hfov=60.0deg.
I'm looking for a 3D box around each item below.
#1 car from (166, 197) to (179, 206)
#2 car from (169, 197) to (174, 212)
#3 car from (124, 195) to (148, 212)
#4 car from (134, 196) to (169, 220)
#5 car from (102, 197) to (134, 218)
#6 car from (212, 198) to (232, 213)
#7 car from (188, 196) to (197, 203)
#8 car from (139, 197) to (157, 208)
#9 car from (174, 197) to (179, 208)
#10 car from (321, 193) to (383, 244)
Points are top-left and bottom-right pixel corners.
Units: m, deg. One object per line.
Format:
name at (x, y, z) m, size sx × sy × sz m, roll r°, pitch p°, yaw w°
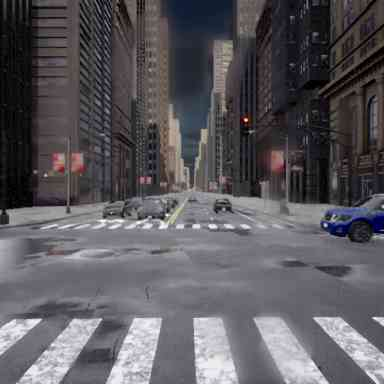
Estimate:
car at (-3.305, 1.552, 56.562) m, size 1.895 × 1.301 × 4.718 m, roll 0°, pitch 0°, yaw 0°
car at (-3.346, 1.502, 36.521) m, size 1.812 × 1.442 × 4.674 m, roll 0°, pitch 0°, yaw 0°
car at (-6.591, 1.326, 39.793) m, size 2.097 × 1.767 × 4.553 m, roll 0°, pitch 0°, yaw 0°
car at (-3.286, 1.337, 27.737) m, size 2.097 × 1.767 × 4.553 m, roll 0°, pitch 0°, yaw -2°
car at (-6.596, 1.488, 29.639) m, size 1.837 × 1.490 × 4.892 m, roll 0°, pitch 0°, yaw 0°
car at (3.350, 1.482, 37.152) m, size 1.837 × 1.490 × 4.892 m, roll 0°, pitch 0°, yaw 0°
car at (0.110, 1.468, 69.876) m, size 2.033 × 1.411 × 5.357 m, roll 0°, pitch 0°, yaw 0°
car at (-6.581, 1.509, 50.090) m, size 2.033 × 1.411 × 5.357 m, roll 0°, pitch 0°, yaw 0°
car at (-3.332, 1.530, 46.545) m, size 1.994 × 1.385 × 4.181 m, roll 0°, pitch 0°, yaw 0°
car at (8.671, 1.076, 14.670) m, size 5.566 × 2.045 × 2.150 m, roll -1°, pitch 0°, yaw 0°
